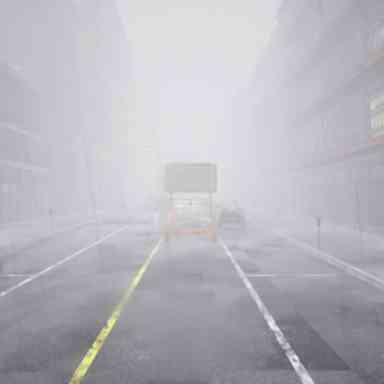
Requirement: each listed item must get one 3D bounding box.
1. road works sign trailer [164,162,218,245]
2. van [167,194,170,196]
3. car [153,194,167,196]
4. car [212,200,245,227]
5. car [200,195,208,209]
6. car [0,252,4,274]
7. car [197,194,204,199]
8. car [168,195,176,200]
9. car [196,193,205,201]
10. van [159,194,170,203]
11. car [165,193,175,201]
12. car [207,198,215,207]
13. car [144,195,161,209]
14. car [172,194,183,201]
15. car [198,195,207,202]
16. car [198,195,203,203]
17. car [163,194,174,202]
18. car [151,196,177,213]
[{"bbox_3d":[-0.056,0.439,15.273,2.380,3.560,2.880,0,0,0],"label":"road works sign trailer"},{"bbox_3d":[-5.485,1.314,61.346,1.690,1.788,3.998,2,0,0],"label":"van"},{"bbox_3d":[-5.448,1.280,50.288,2.192,1.841,5.009,2,0,0],"label":"car"},{"bbox_3d":[2.515,1.513,22.596,1.887,1.381,4.507,1,0,0],"label":"car"},{"bbox_3d":[2.443,1.509,44.718,1.887,1.381,4.507,1,0,0],"label":"car"},{"bbox_3d":[-5.310,1.514,5.879,1.752,1.417,4.829,2,0,0],"label":"car"},{"bbox_3d":[2.373,1.526,66.842,1.887,1.381,4.507,1,0,0],"label":"car"},{"bbox_3d":[-5.598,1.606,94.531,1.947,1.339,4.313,1,0,0],"label":"car"},{"bbox_3d":[2.272,1.340,88.965,2.192,1.841,5.009,1,0,0],"label":"car"},{"bbox_3d":[-5.503,1.322,66.878,1.690,1.788,3.998,1,0,0],"label":"van"},{"bbox_3d":[-5.556,1.327,83.469,2.192,1.841,5.009,1,0,0],"label":"car"},{"bbox_3d":[2.497,1.489,28.298,1.752,1.417,4.829,1,0,0],"label":"car"},{"bbox_3d":[-5.436,1.489,44.586,1.752,1.417,4.829,2,0,0],"label":"car"},{"bbox_3d":[-2.993,1.258,76.744,2.033,1.411,5.357,0,0,0],"label":"car"},{"bbox_3d":[2.347,1.441,77.904,1.967,1.590,4.097,1,0,0],"label":"car"},{"bbox_3d":[2.425,1.516,50.250,2.008,1.369,4.403,1,0,0],"label":"car"},{"bbox_3d":[-5.538,1.316,77.939,2.192,1.841,5.009,1,0,0],"label":"car"},{"bbox_3d":[-2.958,1.466,35.904,1.837,1.490,4.892,0,0,0],"label":"car"}]
